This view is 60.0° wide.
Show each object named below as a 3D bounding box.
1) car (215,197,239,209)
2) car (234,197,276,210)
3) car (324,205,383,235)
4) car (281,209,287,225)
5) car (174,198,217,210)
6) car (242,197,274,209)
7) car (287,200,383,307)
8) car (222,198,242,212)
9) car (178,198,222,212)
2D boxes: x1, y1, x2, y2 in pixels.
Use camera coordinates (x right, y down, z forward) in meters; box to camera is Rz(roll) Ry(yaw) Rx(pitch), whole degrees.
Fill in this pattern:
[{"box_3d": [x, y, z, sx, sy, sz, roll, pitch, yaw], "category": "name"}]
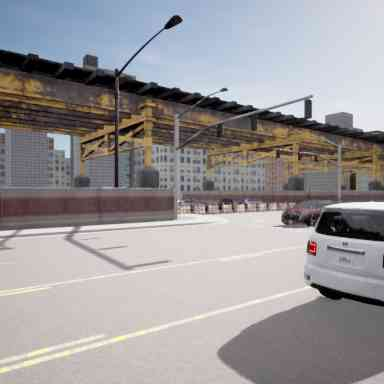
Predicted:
[{"box_3d": [4.198, 1.295, 39.310, 1.853, 1.218, 4.536, 0, 0, 18], "category": "car"}, {"box_3d": [8.102, 1.453, 43.011, 4.974, 1.542, 2.038, 0, 0, -7], "category": "car"}, {"box_3d": [10.442, 1.548, 19.981, 5.357, 1.411, 2.033, 0, 0, -35], "category": "car"}, {"box_3d": [8.160, 1.352, 22.654, 4.553, 1.767, 2.097, 0, 0, -35], "category": "car"}, {"box_3d": [0.379, 1.295, 36.592, 4.536, 1.218, 1.853, 0, 0, 8], "category": "car"}, {"box_3d": [8.050, 1.295, 43.004, 4.536, 1.218, 1.853, 0, 0, -7], "category": "car"}, {"box_3d": [4.782, 1.221, 7.168, 5.566, 2.045, 2.150, 0, 0, -35], "category": "car"}, {"box_3d": [4.182, 1.453, 39.260, 2.038, 1.542, 4.974, 0, 0, 18], "category": "car"}, {"box_3d": [0.431, 1.453, 36.585, 4.974, 1.542, 2.038, 0, 0, 8], "category": "car"}]
